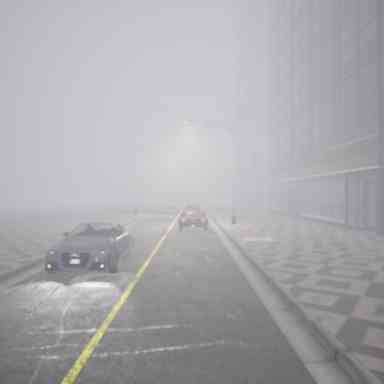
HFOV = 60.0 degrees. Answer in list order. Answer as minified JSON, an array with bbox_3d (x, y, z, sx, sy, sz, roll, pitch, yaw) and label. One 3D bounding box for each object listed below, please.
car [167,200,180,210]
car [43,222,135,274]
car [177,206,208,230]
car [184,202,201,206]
[{"bbox_3d":[-3.107,2.110,55.009,1.812,1.442,4.674,0,-1,0],"label":"car"},{"bbox_3d":[-3.111,1.684,10.861,1.994,1.385,4.181,0,-1,0],"label":"car"},{"bbox_3d":[0.079,1.852,22.877,1.895,1.301,4.718,0,-1,0],"label":"car"},{"bbox_3d":[0.064,1.940,41.314,2.128,1.511,4.902,0,-1,0],"label":"car"}]
